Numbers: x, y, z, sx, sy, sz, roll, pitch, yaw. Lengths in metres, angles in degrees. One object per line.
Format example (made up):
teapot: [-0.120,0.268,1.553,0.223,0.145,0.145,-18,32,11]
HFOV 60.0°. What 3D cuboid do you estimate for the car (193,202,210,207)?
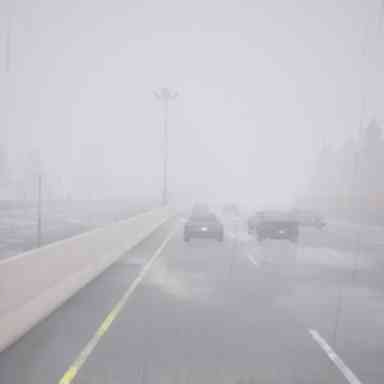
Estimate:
car: [1.128,1.919,40.599,2.128,1.511,4.902,0,-1,2]

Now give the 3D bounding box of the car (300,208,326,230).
car: [7.746,1.846,23.646,2.033,1.411,5.357,0,-1,1]

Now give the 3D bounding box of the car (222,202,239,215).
car: [4.642,1.977,40.570,1.812,1.442,4.674,0,0,2]

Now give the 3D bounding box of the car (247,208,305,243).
car: [4.117,1.688,17.541,1.882,1.535,5.008,0,0,1]

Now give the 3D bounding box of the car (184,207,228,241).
car: [0.622,1.754,17.845,1.994,1.385,4.181,0,-1,1]
